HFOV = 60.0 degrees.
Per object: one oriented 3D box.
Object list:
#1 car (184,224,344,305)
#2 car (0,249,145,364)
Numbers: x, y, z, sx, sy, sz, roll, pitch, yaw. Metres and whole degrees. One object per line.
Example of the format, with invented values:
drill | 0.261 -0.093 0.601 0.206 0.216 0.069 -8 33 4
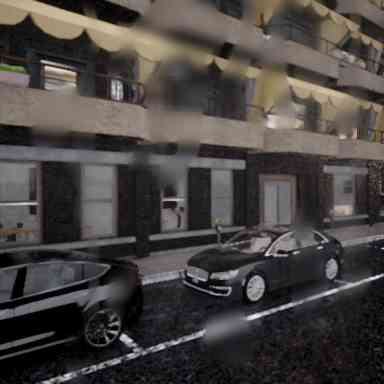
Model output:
car | 1.850 1.493 7.880 4.403 1.369 2.008 -1 0 -36
car | -2.747 1.563 4.600 4.313 1.339 1.947 -1 0 -36
